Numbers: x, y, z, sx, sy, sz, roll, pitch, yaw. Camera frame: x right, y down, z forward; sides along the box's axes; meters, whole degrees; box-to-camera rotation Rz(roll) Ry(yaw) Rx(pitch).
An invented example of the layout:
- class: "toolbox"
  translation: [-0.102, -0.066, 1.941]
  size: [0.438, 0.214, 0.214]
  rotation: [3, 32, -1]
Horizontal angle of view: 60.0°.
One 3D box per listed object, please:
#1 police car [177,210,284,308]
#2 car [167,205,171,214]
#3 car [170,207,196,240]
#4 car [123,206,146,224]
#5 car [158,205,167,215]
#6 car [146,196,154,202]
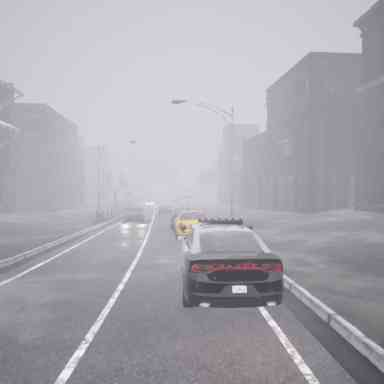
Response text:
- class: "police car"
  translation: [0.676, 1.465, 8.198]
  size: [1.930, 1.638, 5.238]
  rotation: [0, -1, -3]
- class: "car"
  translation: [-0.642, 1.859, 24.191]
  size: [1.882, 1.535, 5.008]
  rotation: [0, -2, -6]
- class: "car"
  translation: [-0.073, 1.671, 18.373]
  size: [1.801, 1.575, 5.366]
  rotation: [0, -1, -5]
- class: "car"
  translation: [-5.377, 2.140, 31.352]
  size: [1.837, 1.490, 4.892]
  rotation: [0, -2, -6]
- class: "car"
  translation: [-3.802, 2.454, 47.031]
  size: [1.895, 1.301, 4.718]
  rotation: [0, 0, -5]
- class: "car"
  translation: [-10.182, 1.652, 80.367]
  size: [2.128, 1.511, 4.902]
  rotation: [0, 2, -6]
